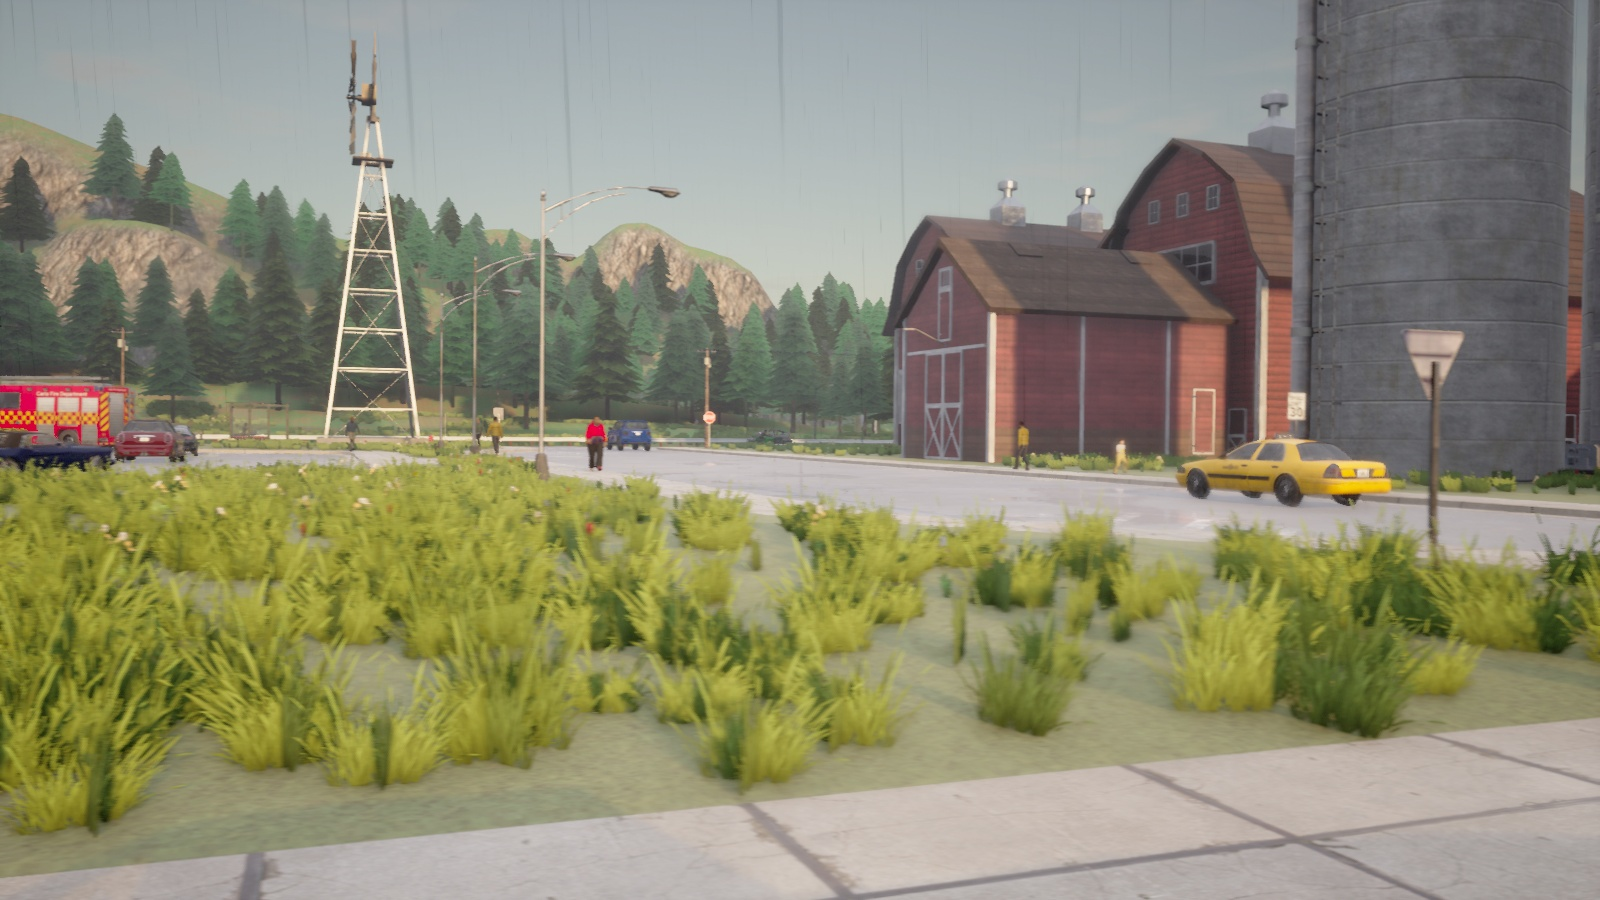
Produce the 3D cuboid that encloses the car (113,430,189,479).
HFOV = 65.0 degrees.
[{"bbox_3d":[-25.146,0.134,48.788,2.097,1.767,4.553,-1,1,-21],"label":"car"}]

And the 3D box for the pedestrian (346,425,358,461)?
[{"bbox_3d":[-22.797,-0.343,63.936,0.370,1.835,0.726,-1,1,-33],"label":"pedestrian"}]

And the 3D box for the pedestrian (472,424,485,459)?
[{"bbox_3d":[-17.906,-0.493,70.006,0.423,1.949,0.788,-1,1,5],"label":"pedestrian"}]

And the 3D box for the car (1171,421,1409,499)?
[{"bbox_3d":[10.795,0.161,28.196,1.801,1.575,5.366,-1,1,-21],"label":"car"}]

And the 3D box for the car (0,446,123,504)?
[{"bbox_3d":[-19.583,0.594,31.683,1.895,1.301,4.718,0,1,9],"label":"car"}]

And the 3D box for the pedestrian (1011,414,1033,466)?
[{"bbox_3d":[7.971,-0.368,45.103,0.431,1.840,0.709,-1,1,-27],"label":"pedestrian"}]

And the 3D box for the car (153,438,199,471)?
[{"bbox_3d":[-29.186,0.184,58.713,1.812,1.442,4.674,-1,1,-27],"label":"car"}]

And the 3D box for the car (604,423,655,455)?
[{"bbox_3d":[-11.619,-0.745,85.181,2.150,2.045,5.566,-1,1,-22],"label":"car"}]

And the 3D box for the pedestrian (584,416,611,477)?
[{"bbox_3d":[-6.264,-0.111,38.806,0.634,1.844,0.899,-1,1,-22],"label":"pedestrian"}]

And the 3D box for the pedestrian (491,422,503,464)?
[{"bbox_3d":[-13.473,-0.310,55.797,0.431,1.840,0.709,-1,1,-18],"label":"pedestrian"}]

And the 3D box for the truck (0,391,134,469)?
[{"bbox_3d":[-39.054,-0.991,64.322,8.468,3.827,2.891,0,1,6],"label":"truck"}]

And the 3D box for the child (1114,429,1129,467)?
[{"bbox_3d":[10.724,-0.065,41.881,0.270,1.263,0.437,-1,1,-21],"label":"child"}]
